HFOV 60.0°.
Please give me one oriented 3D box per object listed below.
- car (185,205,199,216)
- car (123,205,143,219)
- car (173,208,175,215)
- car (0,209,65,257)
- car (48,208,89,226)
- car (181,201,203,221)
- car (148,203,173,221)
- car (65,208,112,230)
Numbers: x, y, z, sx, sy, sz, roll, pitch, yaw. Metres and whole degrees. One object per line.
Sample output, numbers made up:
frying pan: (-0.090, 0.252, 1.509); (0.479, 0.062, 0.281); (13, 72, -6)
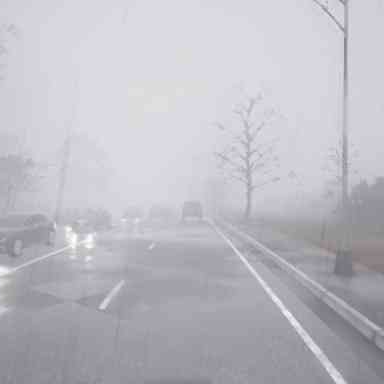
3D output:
car: (0.048, 2.618, 48.440); (1.882, 1.535, 5.008); (0, -2, 0)
car: (-6.983, 2.389, 39.798); (1.837, 1.490, 4.892); (0, -2, 0)
car: (-3.461, 2.657, 47.431); (2.033, 1.411, 5.357); (0, -2, 0)
car: (-7.082, 1.593, 13.312); (1.837, 1.490, 4.892); (0, -1, 0)
car: (-10.564, 2.101, 28.884); (1.994, 1.385, 4.181); (0, -2, 0)
car: (0.019, 1.964, 35.560); (2.150, 2.045, 5.566); (0, -2, 0)
car: (-3.481, 2.106, 35.914); (2.097, 1.767, 4.553); (0, -2, 0)
car: (-7.070, 1.873, 23.861); (2.128, 1.511, 4.902); (0, -2, 0)
